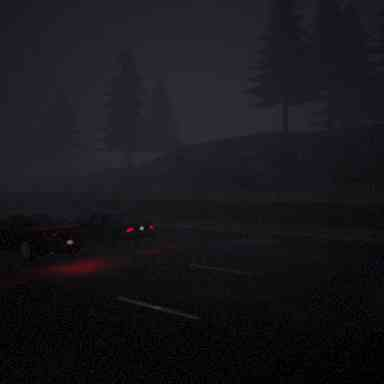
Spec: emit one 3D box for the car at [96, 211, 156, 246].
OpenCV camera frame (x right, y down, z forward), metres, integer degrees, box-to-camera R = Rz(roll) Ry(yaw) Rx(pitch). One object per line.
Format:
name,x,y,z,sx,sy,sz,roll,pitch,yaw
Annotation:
car,-4.147,1.581,15.413,5.357,1.411,2.033,0,0,35

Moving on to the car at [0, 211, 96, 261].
car,-6.070,1.511,12.485,5.008,1.535,1.882,0,0,35
